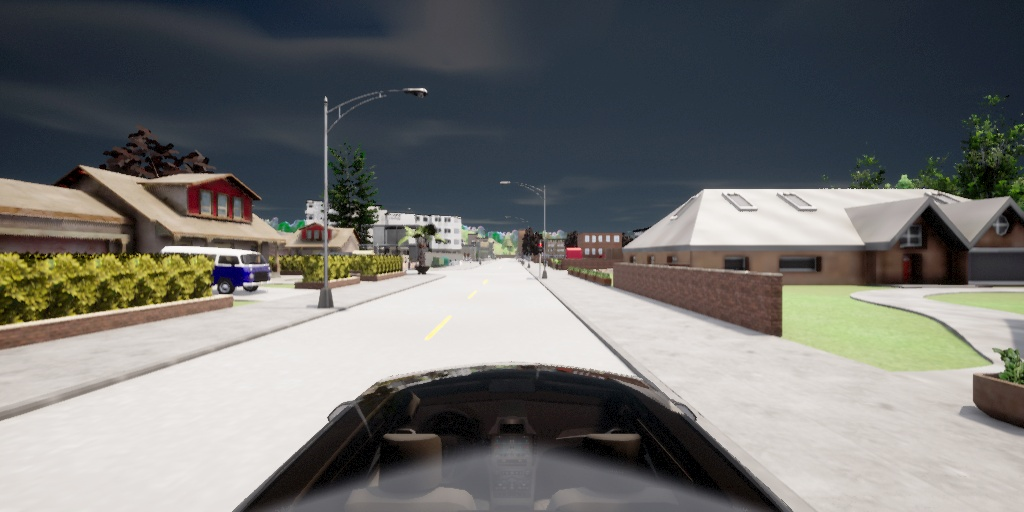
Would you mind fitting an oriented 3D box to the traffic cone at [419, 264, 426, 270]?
[{"bbox_3d":[-14.391,1.544,57.644,0.344,0.586,0.344,0,0,0],"label":"traffic cone"}]

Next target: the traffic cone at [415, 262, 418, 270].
[{"bbox_3d":[-15.390,1.519,56.604,0.344,0.586,0.344,0,0,0],"label":"traffic cone"}]

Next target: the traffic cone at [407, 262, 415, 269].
[{"bbox_3d":[-15.751,1.523,56.035,0.344,0.586,0.344,0,0,0],"label":"traffic cone"}]
